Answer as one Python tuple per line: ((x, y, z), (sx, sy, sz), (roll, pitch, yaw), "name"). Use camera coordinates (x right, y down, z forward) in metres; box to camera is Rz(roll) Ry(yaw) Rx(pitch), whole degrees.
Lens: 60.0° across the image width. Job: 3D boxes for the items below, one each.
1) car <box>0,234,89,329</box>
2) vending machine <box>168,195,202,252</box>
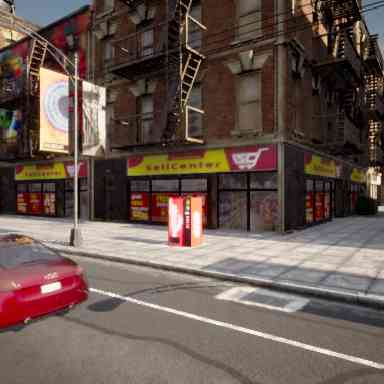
((-4.025, 1.564, 6.658), (4.181, 1.385, 1.994), (0, 0, 33), "car")
((-0.268, 1.195, 13.123), (0.880, 2.100, 1.100), (0, 0, 34), "vending machine")
